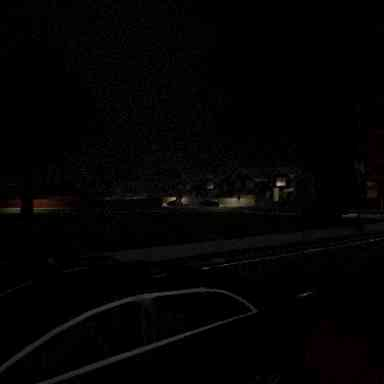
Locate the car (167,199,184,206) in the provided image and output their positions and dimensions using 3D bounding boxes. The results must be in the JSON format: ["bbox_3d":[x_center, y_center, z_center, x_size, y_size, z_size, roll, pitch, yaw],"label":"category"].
[{"bbox_3d":[-3.542,2.201,70.372,1.994,1.385,4.181,-1,0,-35],"label":"car"}]

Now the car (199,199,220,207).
[{"bbox_3d":[3.109,2.008,60.958,2.128,1.511,4.902,-1,0,-35],"label":"car"}]

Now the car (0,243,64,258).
[{"bbox_3d":[-3.195,1.602,5.400,4.718,1.301,1.895,0,0,-35],"label":"car"}]

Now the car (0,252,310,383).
[{"bbox_3d":[-0.982,1.493,2.984,4.902,1.511,2.128,0,0,-35],"label":"car"}]

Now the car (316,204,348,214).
[{"bbox_3d":[15.590,1.836,38.225,1.994,1.385,4.181,-1,0,-35],"label":"car"}]
